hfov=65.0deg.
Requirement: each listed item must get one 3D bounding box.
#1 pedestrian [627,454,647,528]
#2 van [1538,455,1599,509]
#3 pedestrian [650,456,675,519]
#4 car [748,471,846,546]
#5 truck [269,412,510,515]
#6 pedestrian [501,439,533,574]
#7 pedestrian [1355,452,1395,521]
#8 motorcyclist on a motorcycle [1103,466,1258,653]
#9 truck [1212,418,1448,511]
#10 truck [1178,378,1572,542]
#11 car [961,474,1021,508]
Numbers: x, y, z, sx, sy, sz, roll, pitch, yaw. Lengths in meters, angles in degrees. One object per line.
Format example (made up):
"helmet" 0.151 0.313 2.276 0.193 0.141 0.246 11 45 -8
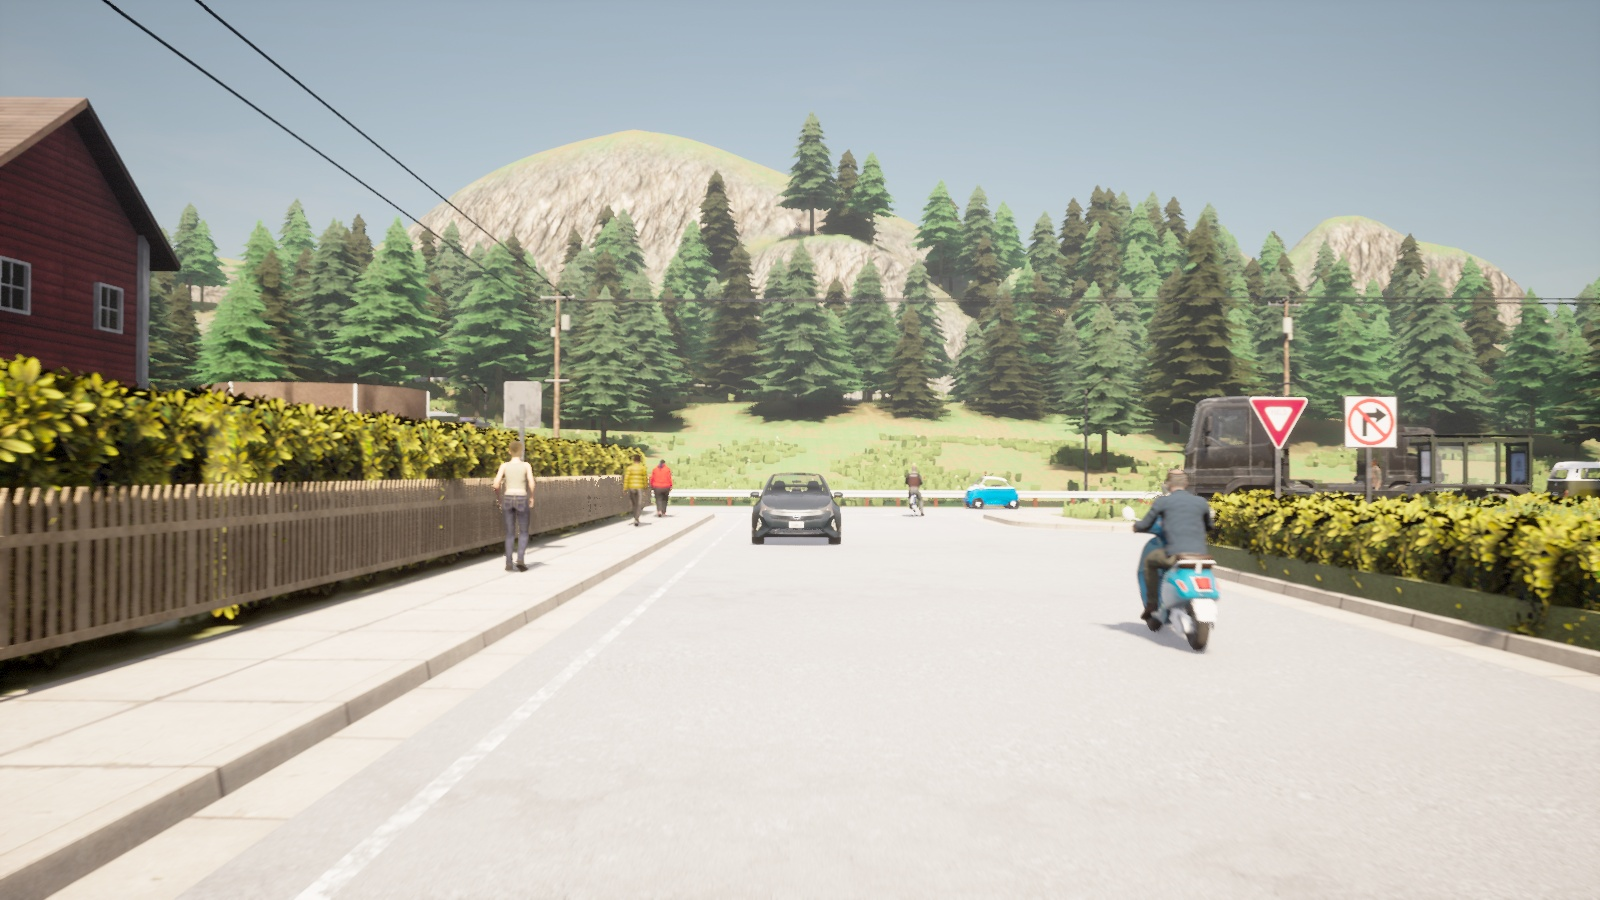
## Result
"pedestrian" -4.093 1.016 31.610 0.431 1.840 0.709 0 -1 -2
"van" 31.522 1.229 48.794 4.480 2.038 2.069 0 -1 0
"pedestrian" -4.111 1.115 37.561 0.634 1.844 0.899 0 -1 1
"car" -0.067 1.231 28.008 2.007 1.525 4.514 0 -1 0
"truck" -15.860 0.533 48.941 8.468 3.827 2.891 0 -1 0
"pedestrian" -3.939 0.779 17.492 0.345 1.836 0.594 0 -1 -2
"pedestrian" 15.126 0.962 33.028 0.869 1.805 0.328 0 -1 4
"motorcyclist on a motorcycle" 3.472 0.949 11.641 0.866 1.590 1.817 0 -1 0
"truck" 20.469 0.568 48.837 7.936 3.462 2.891 0 -1 0
"truck" 13.093 0.270 29.244 7.936 3.462 2.891 -1 -1 23
"car" 7.925 1.711 52.230 2.207 1.376 1.481 1 -1 -4
